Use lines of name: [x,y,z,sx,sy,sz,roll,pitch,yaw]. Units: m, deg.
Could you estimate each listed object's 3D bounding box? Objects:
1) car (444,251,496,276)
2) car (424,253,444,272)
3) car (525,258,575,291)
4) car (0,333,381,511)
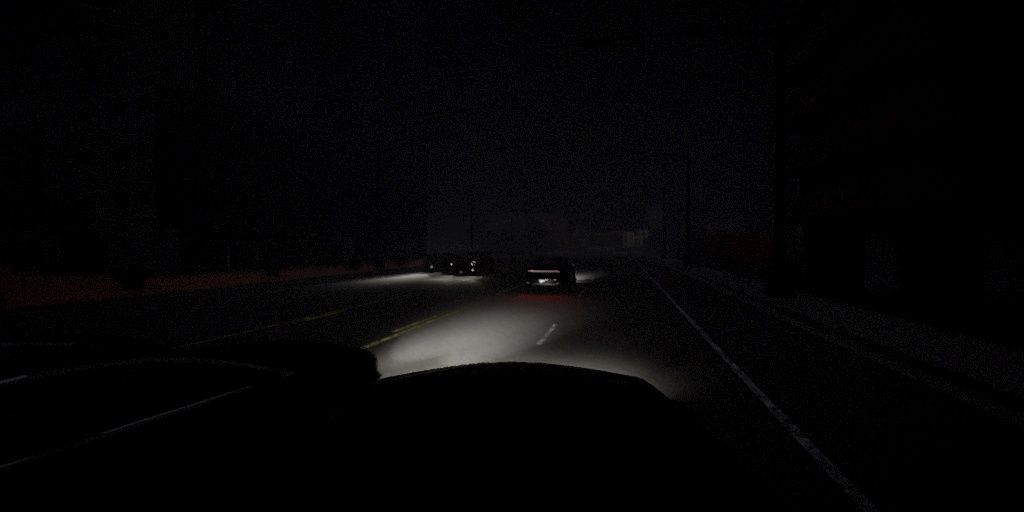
car: [-2.856,0.444,26.653,2.097,1.767,4.553,0,2,17]
car: [-5.493,0.496,30.005,2.128,1.511,4.902,0,2,17]
car: [2.031,0.818,18.012,2.128,1.511,4.902,0,2,17]
car: [-2.806,1.236,2.140,2.128,1.511,4.902,0,1,17]
